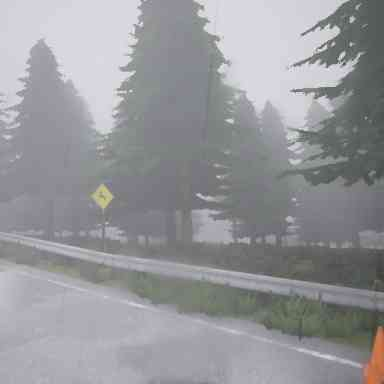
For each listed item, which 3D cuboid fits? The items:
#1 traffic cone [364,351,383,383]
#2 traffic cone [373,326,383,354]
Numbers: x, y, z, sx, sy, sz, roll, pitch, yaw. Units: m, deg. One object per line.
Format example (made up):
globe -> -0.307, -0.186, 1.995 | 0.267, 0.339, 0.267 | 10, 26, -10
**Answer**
traffic cone -> 1.786, 1.956, 3.267 | 0.340, 0.580, 0.340 | 0, 0, 33
traffic cone -> 2.329, 1.956, 4.104 | 0.340, 0.580, 0.340 | 0, 0, 34
